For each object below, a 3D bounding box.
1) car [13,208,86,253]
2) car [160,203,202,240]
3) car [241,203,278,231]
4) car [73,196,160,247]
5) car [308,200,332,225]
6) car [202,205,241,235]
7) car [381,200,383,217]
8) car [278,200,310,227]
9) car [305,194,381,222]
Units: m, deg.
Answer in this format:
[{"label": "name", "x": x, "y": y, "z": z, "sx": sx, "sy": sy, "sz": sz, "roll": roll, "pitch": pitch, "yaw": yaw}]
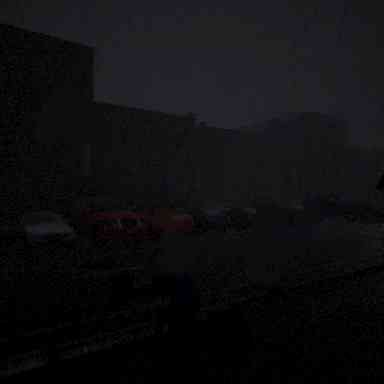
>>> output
[{"label": "car", "x": -6.343, "y": 1.547, "z": 14.132, "sx": 2.002, "sy": 1.452, "sz": 4.674, "roll": 0, "pitch": 0, "yaw": -36}, {"label": "car", "x": -1.838, "y": 1.373, "z": 17.315, "sx": 2.185, "sy": 1.767, "sz": 4.553, "roll": 0, "pitch": 0, "yaw": -36}, {"label": "car", "x": 2.631, "y": 1.528, "z": 20.548, "sx": 2.002, "sy": 1.452, "sz": 4.674, "roll": 0, "pitch": 0, "yaw": -36}, {"label": "car", "x": -4.083, "y": 1.252, "z": 15.712, "sx": 2.435, "sy": 2.045, "sz": 5.566, "roll": 0, "pitch": 0, "yaw": -36}, {"label": "car", "x": 7.113, "y": 1.519, "z": 23.761, "sx": 2.002, "sy": 1.452, "sz": 4.674, "roll": 0, "pitch": 0, "yaw": -36}, {"label": "car", "x": 0.282, "y": 1.534, "z": 18.867, "sx": 2.002, "sy": 1.452, "sz": 4.674, "roll": 0, "pitch": 0, "yaw": -36}, {"label": "car", "x": 15.974, "y": 1.473, "z": 30.326, "sx": 1.946, "sy": 1.575, "sz": 5.366, "roll": 0, "pitch": 0, "yaw": -36}, {"label": "car", "x": 4.875, "y": 1.483, "z": 22.150, "sx": 2.097, "sy": 1.535, "sz": 5.008, "roll": 0, "pitch": 0, "yaw": -36}, {"label": "car", "x": 11.615, "y": 1.224, "z": 26.945, "sx": 2.435, "sy": 2.045, "sz": 5.566, "roll": 0, "pitch": 0, "yaw": -36}]
